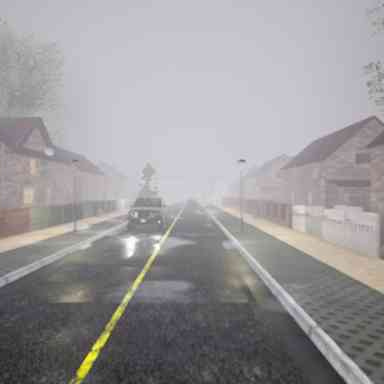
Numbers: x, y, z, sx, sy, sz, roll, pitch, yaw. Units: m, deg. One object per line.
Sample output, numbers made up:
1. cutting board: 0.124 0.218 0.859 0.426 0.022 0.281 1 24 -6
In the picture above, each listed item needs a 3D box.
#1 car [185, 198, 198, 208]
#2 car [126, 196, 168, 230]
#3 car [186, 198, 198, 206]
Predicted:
1. car: -0.034 1.778 51.313 1.994 1.385 4.181 0 0 0
2. car: -2.795 1.317 21.935 2.150 2.045 5.566 0 -1 0
3. car: -0.042 1.800 61.270 2.033 1.411 5.357 0 0 0
